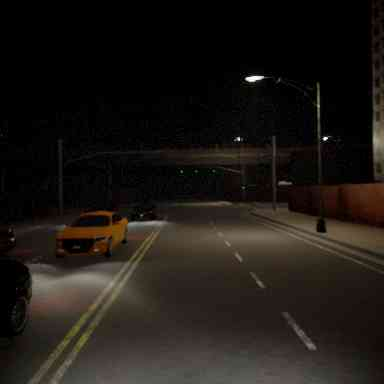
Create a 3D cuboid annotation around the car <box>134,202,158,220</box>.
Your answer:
[{"bbox_3d":[-3.987,1.574,28.422,1.812,1.442,4.674,-1,0,-1],"label":"car"}]

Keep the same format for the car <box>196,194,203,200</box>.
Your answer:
[{"bbox_3d":[1.932,1.363,87.023,2.128,1.511,4.902,-1,0,-1],"label":"car"}]

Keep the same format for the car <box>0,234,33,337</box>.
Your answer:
[{"bbox_3d":[-3.613,1.580,4.016,1.812,1.442,4.674,-1,0,-1],"label":"car"}]

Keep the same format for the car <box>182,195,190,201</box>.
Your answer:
[{"bbox_3d":[-1.567,1.418,86.958,2.128,1.511,4.902,-1,0,-1],"label":"car"}]

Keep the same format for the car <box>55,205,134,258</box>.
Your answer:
[{"bbox_3d":[-3.795,1.528,13.319,1.882,1.535,5.008,-1,0,-1],"label":"car"}]

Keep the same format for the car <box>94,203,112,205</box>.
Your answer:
[{"bbox_3d":[-7.480,1.646,27.728,2.033,1.411,5.357,-1,0,-1],"label":"car"}]

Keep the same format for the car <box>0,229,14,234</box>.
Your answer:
[{"bbox_3d":[-7.238,1.655,9.760,2.033,1.411,5.357,-1,0,-1],"label":"car"}]
